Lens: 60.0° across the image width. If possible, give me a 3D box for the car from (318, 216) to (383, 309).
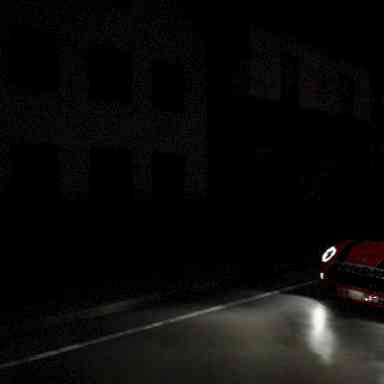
[{"bbox_3d":[4.873,1.297,7.434,4.553,1.767,2.097,-1,0,-35],"label":"car"}]
